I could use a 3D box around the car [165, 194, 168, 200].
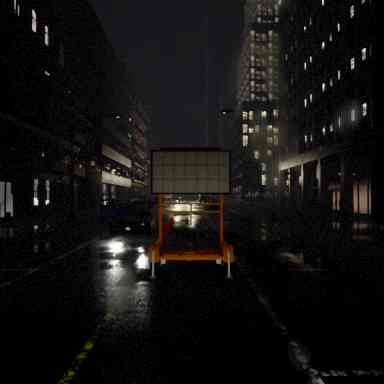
[{"bbox_3d":[-5.848,1.540,59.385,1.802,1.307,4.206,1,0,0],"label":"car"}]

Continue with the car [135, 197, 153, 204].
[{"bbox_3d":[-5.782,1.552,36.593,1.947,1.339,4.313,1,0,0],"label":"car"}]

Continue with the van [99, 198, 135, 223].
[{"bbox_3d":[-5.745,1.335,25.192,1.690,1.788,3.998,1,0,0],"label":"van"}]

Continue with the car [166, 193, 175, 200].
[{"bbox_3d":[-5.940,1.211,93.577,2.192,1.841,5.009,1,0,0],"label":"car"}]

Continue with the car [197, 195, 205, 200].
[{"bbox_3d":[2.427,1.474,87.782,1.947,1.339,4.313,1,0,0],"label":"car"}]

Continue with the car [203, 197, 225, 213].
[{"bbox_3d":[2.599,1.537,36.500,2.008,1.369,4.403,1,0,0],"label":"car"}]

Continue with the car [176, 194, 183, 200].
[{"bbox_3d":[-3.259,1.397,89.577,2.128,1.511,4.902,0,0,0],"label":"car"}]

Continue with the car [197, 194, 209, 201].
[{"bbox_3d":[2.522,1.264,64.990,2.192,1.841,5.009,1,0,0],"label":"car"}]

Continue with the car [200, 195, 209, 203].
[{"bbox_3d":[2.567,1.519,47.896,1.887,1.381,4.507,1,0,0],"label":"car"}]

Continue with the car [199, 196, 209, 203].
[{"bbox_3d":[2.501,1.490,70.688,2.008,1.369,4.403,1,0,0],"label":"car"}]

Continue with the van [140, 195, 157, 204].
[{"bbox_3d":[-5.794,1.322,42.290,1.690,1.788,3.998,1,0,0],"label":"van"}]

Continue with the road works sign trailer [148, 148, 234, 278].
[{"bbox_3d":[-0.029,0.465,10.112,2.380,3.560,2.880,0,0,0],"label":"road works sign trailer"}]

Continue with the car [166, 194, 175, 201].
[{"bbox_3d":[-5.908,1.234,82.181,2.192,1.841,5.009,1,0,0],"label":"car"}]

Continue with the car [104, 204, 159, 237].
[{"bbox_3d":[-3.052,1.562,17.834,1.994,1.385,4.181,0,0,0],"label":"car"}]

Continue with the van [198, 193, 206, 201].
[{"bbox_3d":[2.482,1.260,82.084,1.690,1.788,3.998,1,0,0],"label":"van"}]

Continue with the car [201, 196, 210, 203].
[{"bbox_3d":[2.583,1.532,42.197,2.008,1.369,4.403,1,0,0],"label":"car"}]

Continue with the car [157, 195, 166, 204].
[{"bbox_3d":[-5.831,1.518,53.687,2.008,1.369,4.403,1,0,0],"label":"car"}]
